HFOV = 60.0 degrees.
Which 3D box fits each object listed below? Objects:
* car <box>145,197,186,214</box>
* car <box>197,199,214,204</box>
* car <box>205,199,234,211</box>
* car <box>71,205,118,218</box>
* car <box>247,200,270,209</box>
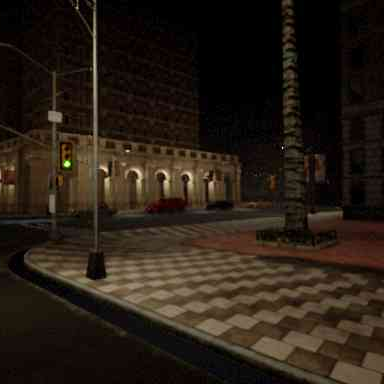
[{"bbox_3d":[-3.282,1.706,42.381,5.566,2.045,2.150,0,-1,-45],"label":"car"},{"bbox_3d":[3.707,2.593,91.605,4.718,1.301,1.895,-1,-1,45],"label":"car"},{"bbox_3d":[4.196,2.010,49.776,5.008,1.535,1.882,0,-1,-45],"label":"car"},{"bbox_3d":[-10.345,2.045,35.396,4.718,1.301,1.895,0,-1,-45],"label":"car"},{"bbox_3d":[11.487,2.055,57.011,5.008,1.535,1.882,0,-1,-45],"label":"car"}]
